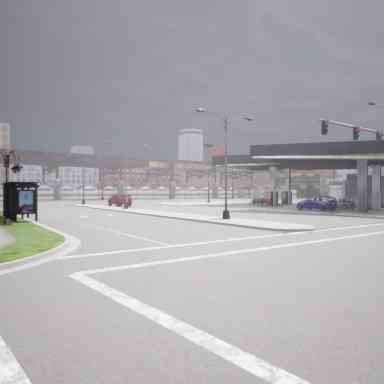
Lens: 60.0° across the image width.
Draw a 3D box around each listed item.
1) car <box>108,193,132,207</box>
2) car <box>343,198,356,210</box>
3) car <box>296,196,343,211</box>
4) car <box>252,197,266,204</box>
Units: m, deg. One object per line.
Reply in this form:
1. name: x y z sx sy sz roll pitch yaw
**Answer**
1. car: -11.271 1.225 52.033 2.150 2.045 5.566 0 0 -35
2. car: 18.573 1.461 42.226 1.970 1.475 3.806 0 0 -35
3. car: 14.299 1.300 38.312 2.242 1.667 4.611 0 0 -35
4. car: 12.599 1.607 61.370 1.895 1.301 4.718 0 0 29
